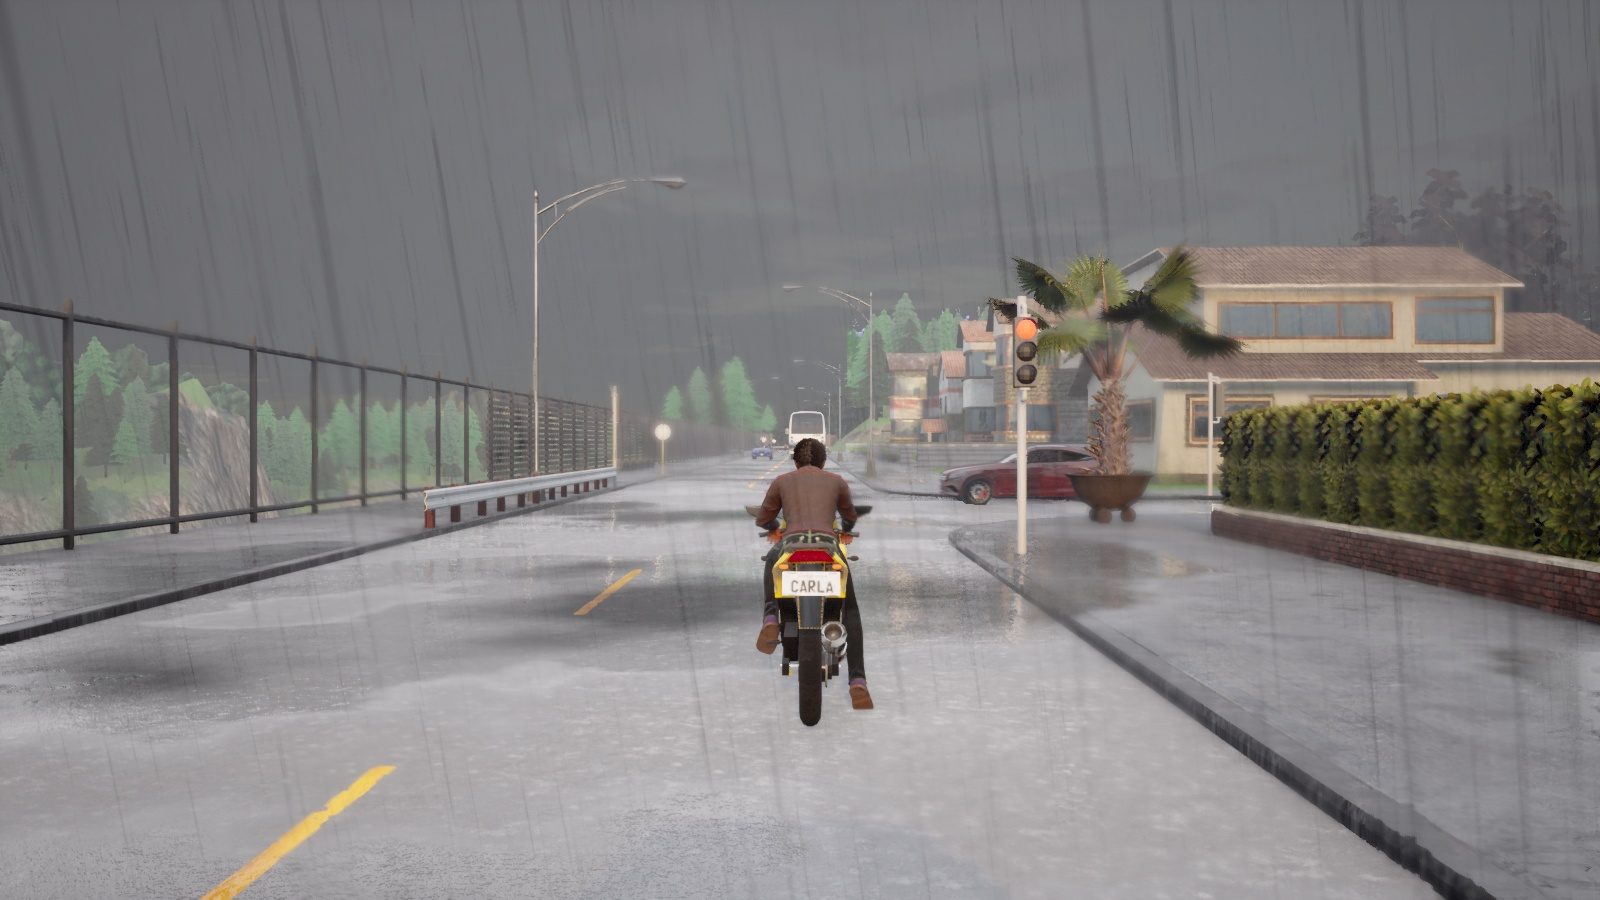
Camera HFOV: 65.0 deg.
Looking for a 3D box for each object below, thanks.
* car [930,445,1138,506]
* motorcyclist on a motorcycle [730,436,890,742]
[{"bbox_3d":[5.634,0.604,30.575,4.674,1.442,1.812,0,0,-2],"label":"car"},{"bbox_3d":[0.056,0.688,7.269,0.797,1.523,2.044,0,0,0],"label":"motorcyclist on a motorcycle"}]
